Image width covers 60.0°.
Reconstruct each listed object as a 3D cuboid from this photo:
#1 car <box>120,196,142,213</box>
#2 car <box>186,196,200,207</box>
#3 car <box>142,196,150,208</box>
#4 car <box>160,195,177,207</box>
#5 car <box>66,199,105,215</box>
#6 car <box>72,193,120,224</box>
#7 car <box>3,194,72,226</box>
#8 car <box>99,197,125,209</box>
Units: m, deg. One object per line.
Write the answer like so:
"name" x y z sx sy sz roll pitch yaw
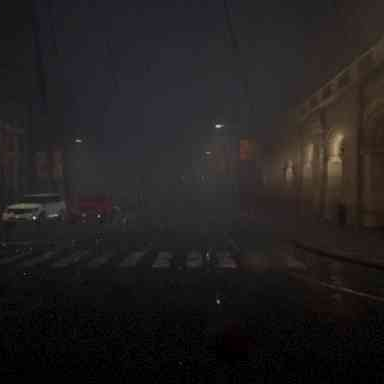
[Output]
"car" -6.972 1.372 34.500 2.128 1.511 4.902 0 0 1
"car" 0.197 1.329 47.217 2.128 1.511 4.902 0 0 1
"car" -6.834 1.323 44.911 1.882 1.535 5.008 0 0 1
"car" -3.302 1.188 47.219 2.097 1.767 4.553 0 0 1
"car" -10.495 1.433 33.170 2.033 1.411 5.357 0 0 1
"car" -7.090 1.137 24.373 2.150 2.045 5.566 0 0 -2
"car" -10.588 1.143 22.935 2.150 2.045 5.566 0 0 0
"car" -10.348 1.397 43.613 2.033 1.411 5.357 0 0 1
